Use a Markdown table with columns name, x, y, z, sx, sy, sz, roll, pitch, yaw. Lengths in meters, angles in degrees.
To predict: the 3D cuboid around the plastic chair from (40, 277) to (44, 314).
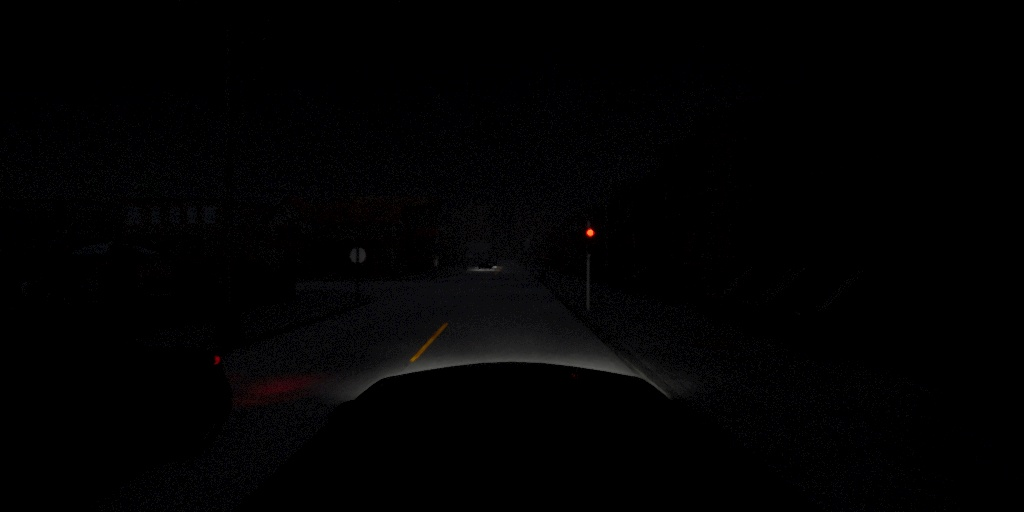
| name | x | y | z | sx | sy | sz | roll | pitch | yaw |
| --- | --- | --- | --- | --- | --- | --- | --- | --- | --- |
| plastic chair | -15.076 | 1.330 | 11.968 | 0.730 | 1.272 | 0.750 | 0 | 0 | -40 |

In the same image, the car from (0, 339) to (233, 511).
| name | x | y | z | sx | sy | sz | roll | pitch | yaw |
| --- | --- | --- | --- | --- | --- | --- | --- | --- | --- |
| car | -4.086 | 1.314 | 2.227 | 1.994 | 1.385 | 4.181 | 0 | 0 | 0 |

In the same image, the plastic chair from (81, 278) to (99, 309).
| name | x | y | z | sx | sy | sz | roll | pitch | yaw |
| --- | --- | --- | --- | --- | --- | --- | --- | --- | --- |
| plastic chair | -13.340 | 1.330 | 11.679 | 0.750 | 1.272 | 0.730 | 0 | 0 | -40 |

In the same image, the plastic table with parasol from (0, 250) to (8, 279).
| name | x | y | z | sx | sy | sz | roll | pitch | yaw |
| --- | --- | --- | --- | --- | --- | --- | --- | --- | --- |
| plastic table with parasol | -13.641 | 0.695 | 8.209 | 2.482 | 2.480 | 2.482 | 0 | 0 | -40 |

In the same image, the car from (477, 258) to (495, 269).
| name | x | y | z | sx | sy | sz | roll | pitch | yaw |
| --- | --- | --- | --- | --- | --- | --- | --- | --- | --- |
| car | -4.024 | 1.232 | 54.070 | 1.812 | 1.442 | 4.674 | 0 | 0 | 0 |

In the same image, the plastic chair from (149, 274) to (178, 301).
| name | x | y | z | sx | sy | sz | roll | pitch | yaw |
| --- | --- | --- | --- | --- | --- | --- | --- | --- | --- |
| plastic chair | -13.045 | 1.329 | 13.443 | 0.730 | 1.272 | 0.750 | 0 | 0 | -40 |

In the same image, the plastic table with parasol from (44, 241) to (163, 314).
| name | x | y | z | sx | sy | sz | roll | pitch | yaw |
| --- | --- | --- | --- | --- | --- | --- | --- | --- | --- |
| plastic table with parasol | -14.077 | 0.726 | 12.700 | 2.482 | 2.480 | 2.482 | 0 | 0 | -40 |

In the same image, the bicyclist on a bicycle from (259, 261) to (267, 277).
| name | x | y | z | sx | sy | sz | roll | pitch | yaw |
| --- | --- | --- | --- | --- | --- | --- | --- | --- | --- |
| bicyclist on a bicycle | -21.561 | 1.075 | 30.686 | 0.582 | 1.620 | 1.656 | 0 | 0 | 0 |

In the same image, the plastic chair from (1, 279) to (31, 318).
| name | x | y | z | sx | sy | sz | roll | pitch | yaw |
| --- | --- | --- | --- | --- | --- | --- | --- | --- | --- |
| plastic chair | -12.610 | 1.295 | 8.953 | 0.730 | 1.272 | 0.750 | 0 | 0 | -40 |
